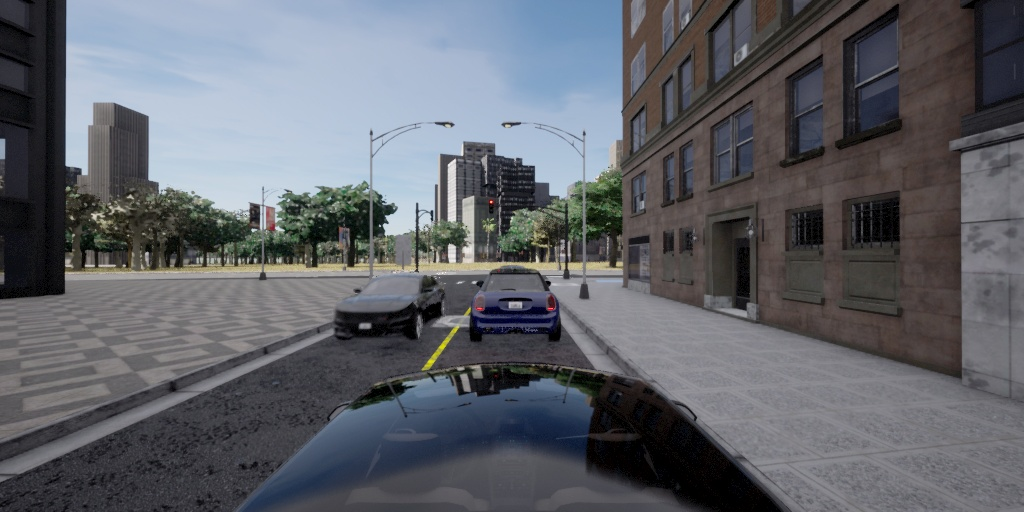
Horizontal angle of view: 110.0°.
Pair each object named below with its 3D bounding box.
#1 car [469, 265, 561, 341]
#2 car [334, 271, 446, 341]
[{"bbox_3d":[0.057,1.103,10.018,2.097,1.767,4.553,0,0,-1],"label":"car"},{"bbox_3d":[-3.135,1.228,10.136,1.882,1.535,5.008,0,0,0],"label":"car"}]
